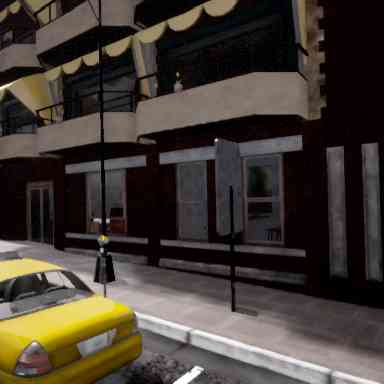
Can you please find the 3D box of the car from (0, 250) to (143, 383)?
[{"bbox_3d":[-2.862,1.528,4.788,4.829,1.417,1.752,0,-2,36],"label":"car"}]
